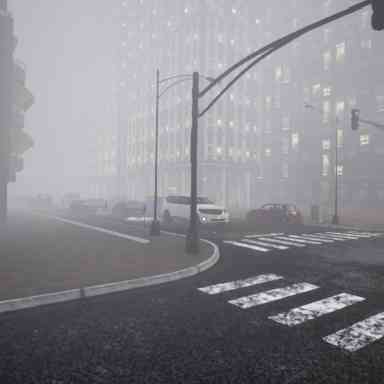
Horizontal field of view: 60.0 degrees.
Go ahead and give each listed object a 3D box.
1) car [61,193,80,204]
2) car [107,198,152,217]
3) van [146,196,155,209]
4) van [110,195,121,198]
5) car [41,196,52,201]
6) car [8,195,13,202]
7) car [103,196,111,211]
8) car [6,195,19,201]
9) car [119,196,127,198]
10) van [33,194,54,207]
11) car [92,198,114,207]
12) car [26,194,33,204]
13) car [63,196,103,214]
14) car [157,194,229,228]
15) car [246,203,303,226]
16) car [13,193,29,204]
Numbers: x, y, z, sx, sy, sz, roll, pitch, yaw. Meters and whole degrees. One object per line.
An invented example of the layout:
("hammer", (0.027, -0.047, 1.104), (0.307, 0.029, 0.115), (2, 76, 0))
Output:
("car", (-20.456, 1.182, 56.316), (2.150, 2.045, 5.566), (1, -1, -35))
("car", (-5.772, 1.498, 30.252), (1.994, 1.385, 4.181), (1, -1, -35))
("van", (-4.009, 1.382, 37.772), (1.690, 1.788, 3.998), (1, -1, -35))
("van", (-10.544, 1.368, 46.987), (1.690, 1.788, 3.998), (1, -1, -35))
("car", (-36.691, 1.570, 83.843), (1.802, 1.307, 4.206), (1, -1, -35))
("car", (-36.989, 1.397, 69.782), (1.947, 1.339, 4.313), (1, -1, -35))
("car", (-11.651, 1.468, 38.546), (2.033, 1.411, 5.357), (1, -1, -35))
("car", (-40.256, 1.378, 74.389), (2.008, 1.369, 4.403), (1, -1, -35))
("car", (-7.280, 1.584, 42.377), (2.008, 1.369, 4.403), (1, -1, -35))
("van", (-20.647, 1.197, 46.747), (1.690, 1.788, 3.998), (1, -1, -35))
("car", (-13.816, 1.586, 51.592), (1.947, 1.339, 4.313), (1, -1, -35))
("car", (-23.918, 1.432, 51.352), (1.802, 1.307, 4.206), (1, -1, -35))
("car", (-10.847, 1.427, 32.923), (2.008, 1.369, 4.403), (1, -1, -35))
("car", (0.011, 1.170, 22.098), (2.150, 2.045, 5.566), (1, -1, -35))
("car", (5.793, 1.505, 23.949), (1.967, 1.590, 4.097), (1, -1, -35))
("car", (-30.450, 1.155, 60.570), (2.192, 1.841, 5.009), (1, -1, -35))
